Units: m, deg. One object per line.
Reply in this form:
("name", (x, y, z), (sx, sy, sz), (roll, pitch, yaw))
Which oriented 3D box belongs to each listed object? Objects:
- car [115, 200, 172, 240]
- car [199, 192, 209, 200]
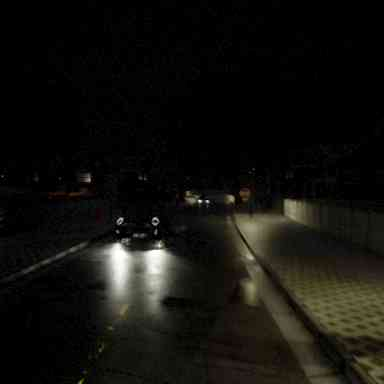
("car", (-2.249, 1.254, 16.418), (2.097, 1.767, 4.553), (0, 1, 4))
("car", (2.399, 0.879, 66.425), (1.837, 1.490, 4.892), (0, 2, 5))
